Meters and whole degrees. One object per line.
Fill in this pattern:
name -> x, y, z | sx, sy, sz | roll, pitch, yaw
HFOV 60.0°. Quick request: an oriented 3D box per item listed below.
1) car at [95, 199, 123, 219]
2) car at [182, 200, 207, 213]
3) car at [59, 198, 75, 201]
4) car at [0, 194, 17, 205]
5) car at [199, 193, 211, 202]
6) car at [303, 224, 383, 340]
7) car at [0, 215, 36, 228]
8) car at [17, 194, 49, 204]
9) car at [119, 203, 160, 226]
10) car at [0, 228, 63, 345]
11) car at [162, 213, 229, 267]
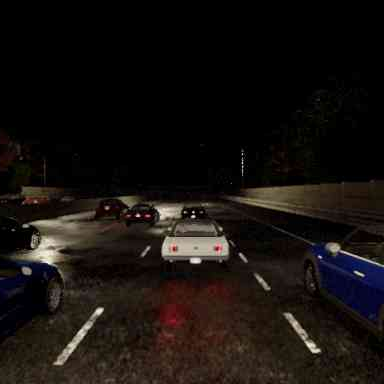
car -> -6.896, 1.357, 29.152 | 2.097, 1.767, 4.553 | 0, 0, 0
car -> 0.105, 1.605, 27.976 | 1.895, 1.301, 4.718 | 0, 0, 0
car -> -17.567, 1.562, 46.708 | 2.033, 1.411, 5.357 | 0, 0, 0
car -> -24.566, 1.237, 45.048 | 2.150, 2.045, 5.566 | 0, 0, 0
car -> 3.506, 1.572, 80.386 | 2.128, 1.511, 4.902 | 0, 0, 0
car -> 3.558, 1.323, 5.660 | 2.097, 1.767, 4.553 | 0, 0, -1
car -> -6.898, 1.504, 11.190 | 1.837, 1.490, 4.892 | 0, 0, 0
car -> -21.070, 1.365, 44.933 | 2.097, 1.767, 4.553 | 0, 0, 0
car -> -3.397, 1.550, 23.432 | 2.033, 1.411, 5.357 | 0, 0, 0
car -> -3.399, 1.525, 4.524 | 1.812, 1.442, 4.674 | 0, 0, 0
car -> 0.104, 1.601, 11.376 | 1.895, 1.301, 4.718 | 0, 0, 0
